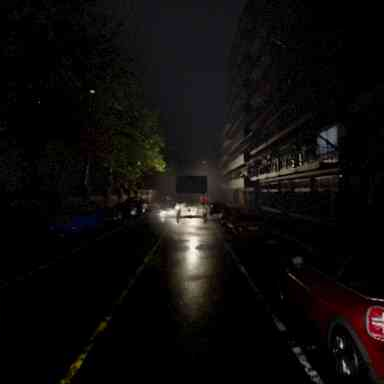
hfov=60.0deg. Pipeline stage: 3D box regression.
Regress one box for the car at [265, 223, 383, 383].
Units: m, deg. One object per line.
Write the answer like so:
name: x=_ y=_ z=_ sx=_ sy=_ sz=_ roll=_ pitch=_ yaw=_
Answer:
car: x=2.682 y=1.449 z=5.386 sx=1.967 sy=1.590 sz=4.097 roll=0 pitch=0 yaw=0

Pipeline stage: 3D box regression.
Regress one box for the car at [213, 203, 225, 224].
car: x=2.657 y=1.625 z=22.277 sx=1.802 sy=1.307 sz=4.206 roll=0 pitch=0 yaw=0

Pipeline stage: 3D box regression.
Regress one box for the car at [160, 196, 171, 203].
car: x=-5.799 y=1.622 z=72.936 sx=1.967 sy=1.590 sz=4.097 roll=0 pitch=0 yaw=0

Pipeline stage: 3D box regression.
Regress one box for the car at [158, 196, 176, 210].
car: x=-3.153 y=1.587 z=43.910 sx=2.128 sy=1.511 sz=4.902 roll=0 pitch=0 yaw=0

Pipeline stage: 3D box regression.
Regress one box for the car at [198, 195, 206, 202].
car: x=2.565 y=1.659 z=84.211 sx=1.967 sy=1.590 sz=4.097 roll=0 pitch=0 yaw=0

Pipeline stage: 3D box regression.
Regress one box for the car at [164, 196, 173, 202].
car: x=-5.815 y=1.770 z=84.197 sx=2.008 sy=1.369 sz=4.403 roll=0 pitch=0 yaw=0

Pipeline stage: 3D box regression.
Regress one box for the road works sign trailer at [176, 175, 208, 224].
road works sign trailer: x=-0.037 y=0.514 z=25.297 sx=2.380 sy=3.560 sz=2.880 roll=0 pitch=0 yaw=0

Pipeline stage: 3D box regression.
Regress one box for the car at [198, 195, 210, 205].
car: x=2.599 y=1.690 z=61.689 sx=1.887 sy=1.381 sz=4.507 roll=0 pitch=0 yaw=0

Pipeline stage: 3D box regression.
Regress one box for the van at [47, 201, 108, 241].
van: x=-5.714 y=1.372 z=16.634 sx=1.690 sy=1.788 sz=3.998 roll=0 pitch=0 yaw=0

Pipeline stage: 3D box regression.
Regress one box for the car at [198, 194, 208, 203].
car: x=2.573 y=1.516 z=78.580 sx=2.192 sy=1.841 sz=5.009 roll=0 pitch=0 yaw=0

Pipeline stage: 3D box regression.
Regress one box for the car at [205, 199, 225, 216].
car: x=2.640 y=1.635 z=33.539 sx=1.947 sy=1.339 sz=4.313 roll=0 pitch=0 yaw=0

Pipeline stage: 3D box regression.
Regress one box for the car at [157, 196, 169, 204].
car: x=-5.790 y=1.604 z=67.308 sx=1.967 sy=1.590 sz=4.097 roll=0 pitch=0 yaw=0

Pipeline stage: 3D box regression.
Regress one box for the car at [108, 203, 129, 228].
car: x=-5.723 y=1.625 z=22.264 sx=1.802 sy=1.307 sz=4.206 roll=0 pitch=0 yaw=0

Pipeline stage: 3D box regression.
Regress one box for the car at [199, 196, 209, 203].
car: x=2.582 y=1.622 z=72.950 sx=1.967 sy=1.590 sz=4.097 roll=0 pitch=0 yaw=0

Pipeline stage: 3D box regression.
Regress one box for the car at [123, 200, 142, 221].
car: x=-5.731 y=1.600 z=27.895 sx=1.887 sy=1.381 sz=4.507 roll=0 pitch=0 yaw=0

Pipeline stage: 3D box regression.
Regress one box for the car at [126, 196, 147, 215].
car: x=-5.739 y=1.384 z=33.527 sx=2.192 sy=1.841 sz=5.009 roll=0 pitch=0 yaw=0

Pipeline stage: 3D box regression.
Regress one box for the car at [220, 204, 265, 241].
car: x=2.666 y=1.556 z=16.817 sx=1.752 sy=1.417 sz=4.829 roll=0 pitch=0 yaw=0
